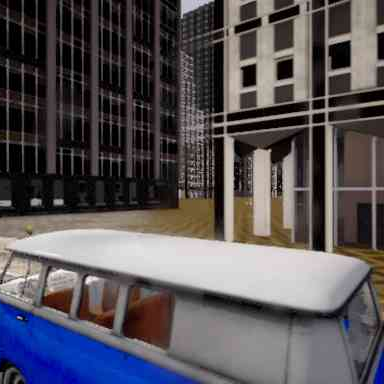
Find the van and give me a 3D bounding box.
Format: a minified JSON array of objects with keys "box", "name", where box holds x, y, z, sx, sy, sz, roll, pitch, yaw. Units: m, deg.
[{"box":[-0.367,1.337,3.140,3.998,1.788,1.690,0,0,36],"name":"van"}]
